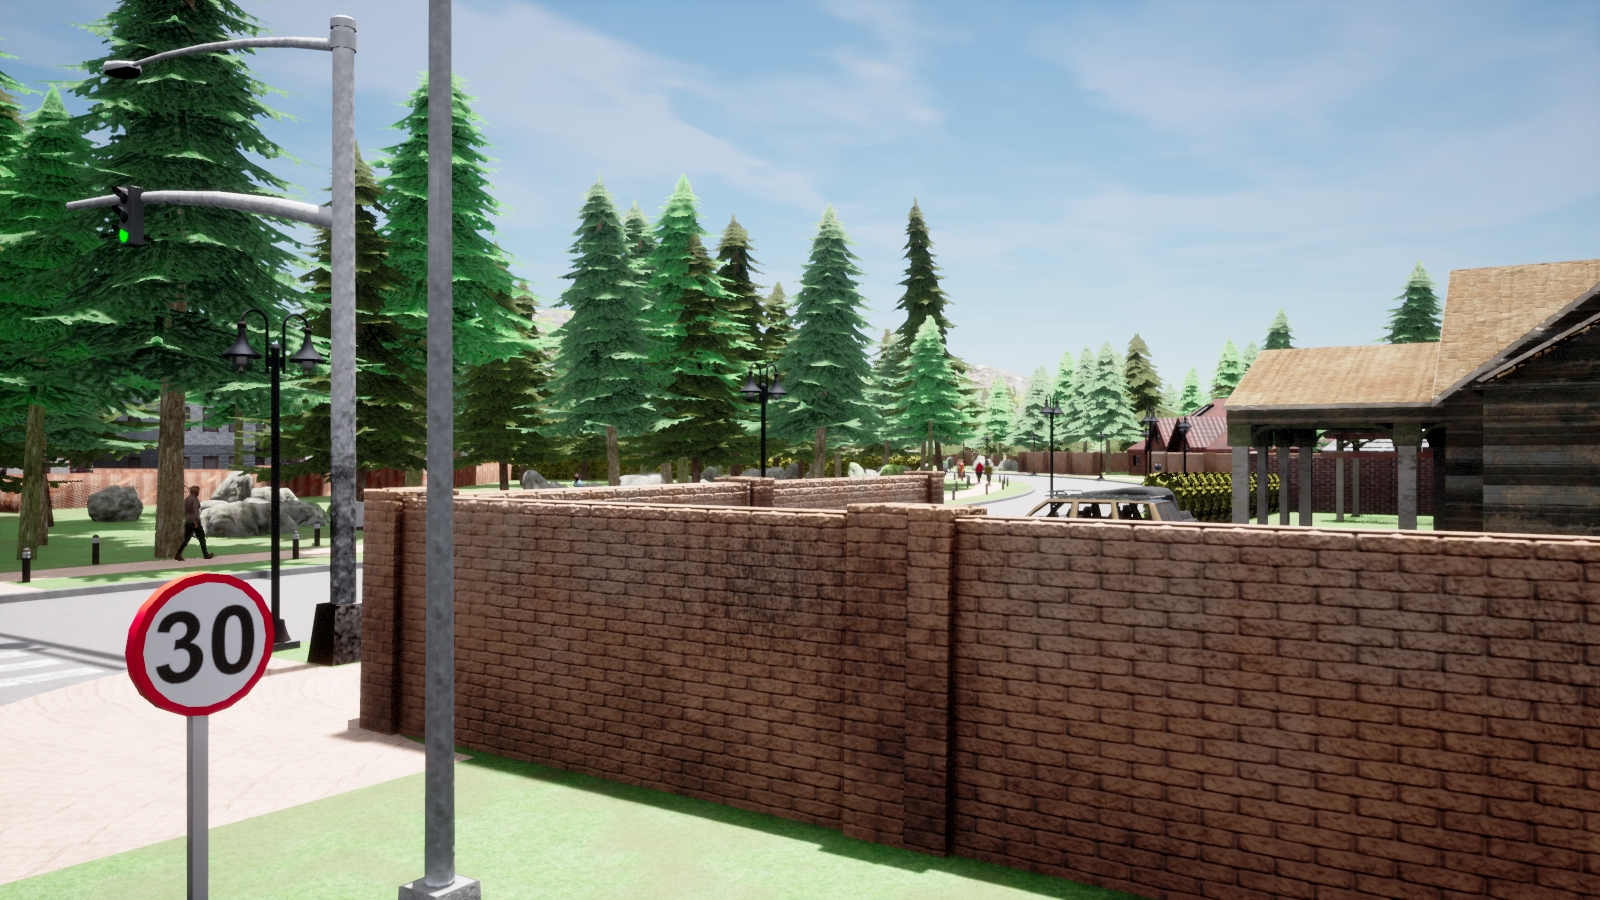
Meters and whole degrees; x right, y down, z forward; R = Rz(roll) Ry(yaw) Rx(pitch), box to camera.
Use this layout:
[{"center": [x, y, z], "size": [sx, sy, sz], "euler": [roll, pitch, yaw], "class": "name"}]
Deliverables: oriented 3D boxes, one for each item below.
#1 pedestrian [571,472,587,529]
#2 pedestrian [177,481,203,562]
[{"center": [-7.305, 1.646, 37.742], "size": [0.375, 1.860, 0.375], "euler": [0, 0, 34], "class": "pedestrian"}, {"center": [-14.186, 1.647, 26.566], "size": [0.375, 1.860, 0.375], "euler": [0, 0, 28], "class": "pedestrian"}]
